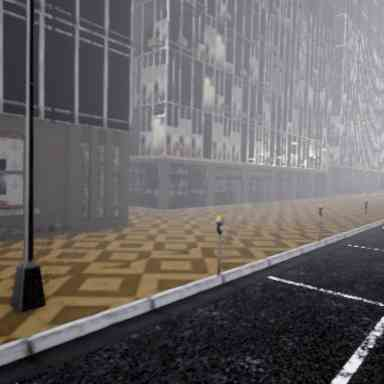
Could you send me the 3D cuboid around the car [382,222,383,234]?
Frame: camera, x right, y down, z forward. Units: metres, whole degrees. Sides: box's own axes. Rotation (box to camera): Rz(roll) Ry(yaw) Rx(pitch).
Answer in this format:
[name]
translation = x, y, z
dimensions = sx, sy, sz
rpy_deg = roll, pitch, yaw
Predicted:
[car]
translation = 9.548, 1.152, 14.333
dimensions = 2.008, 1.369, 4.403
rpy_deg = 4, 3, 42
